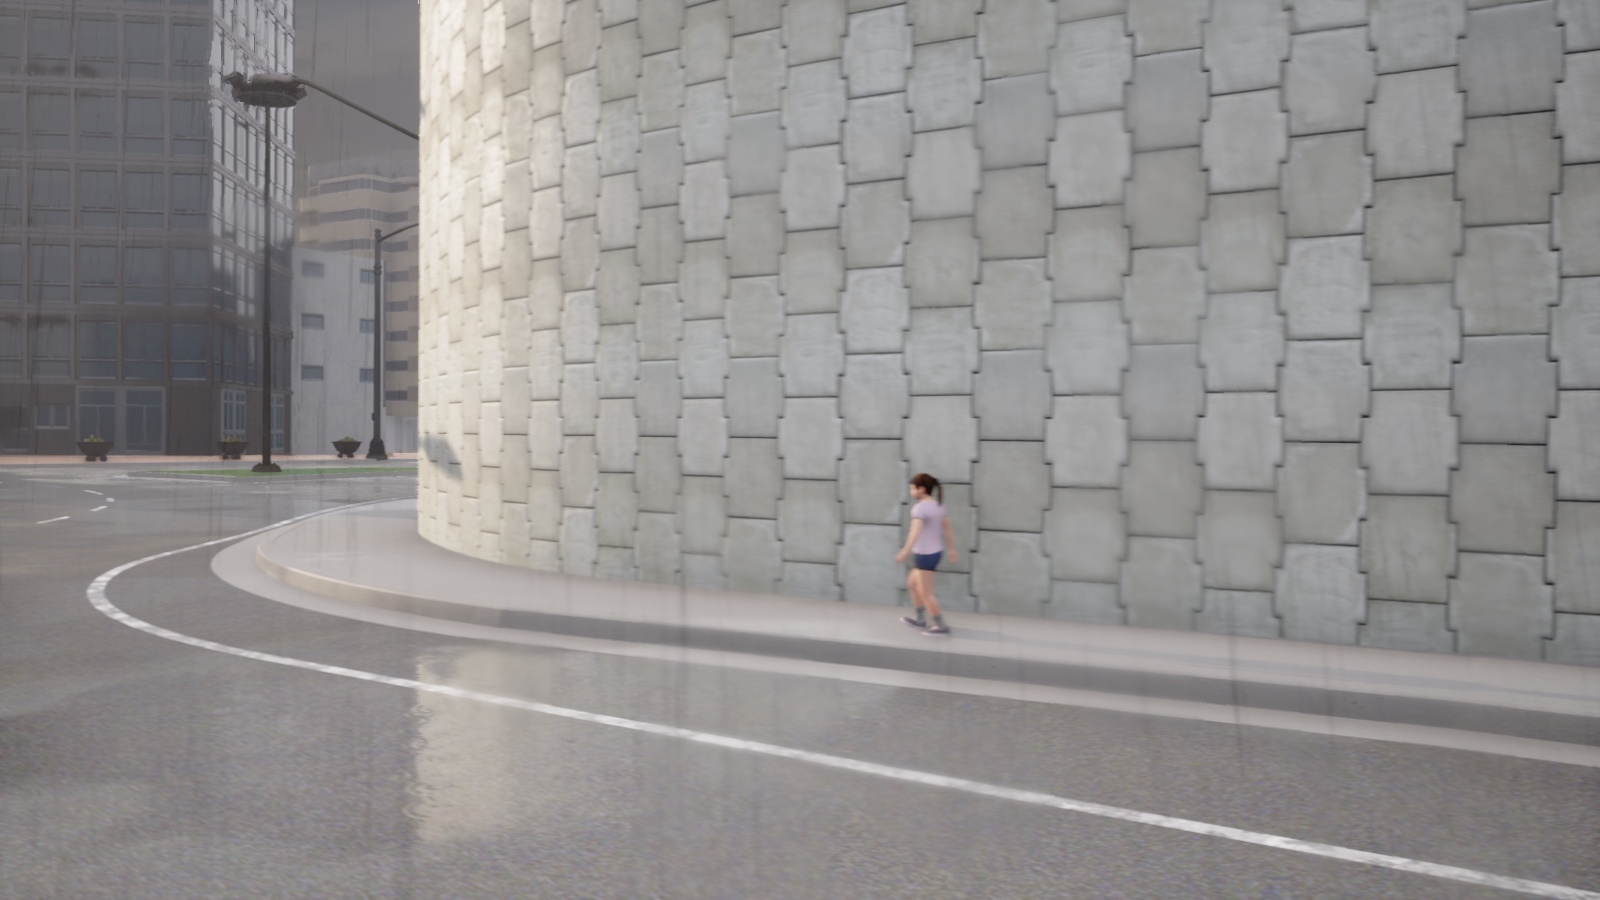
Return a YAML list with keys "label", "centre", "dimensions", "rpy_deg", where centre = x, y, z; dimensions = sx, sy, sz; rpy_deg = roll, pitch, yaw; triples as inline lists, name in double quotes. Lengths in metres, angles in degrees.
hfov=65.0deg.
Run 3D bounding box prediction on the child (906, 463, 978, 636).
- label: "child"
  centre: [0.945, 0.644, 8.327]
  dimensions: [0.394, 1.110, 0.255]
  rpy_deg: [0, 1, 32]
